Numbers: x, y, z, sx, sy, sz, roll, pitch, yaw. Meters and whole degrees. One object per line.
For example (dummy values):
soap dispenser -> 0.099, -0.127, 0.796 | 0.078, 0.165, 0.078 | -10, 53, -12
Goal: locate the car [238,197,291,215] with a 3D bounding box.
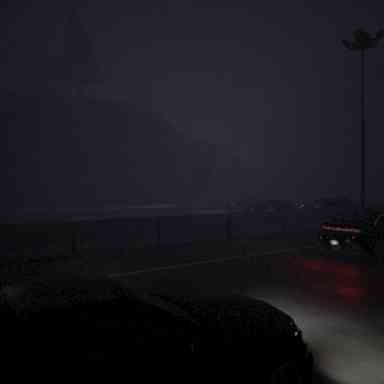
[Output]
car -> 7.016, 1.306, 32.202 | 4.892, 1.490, 1.837 | 0, 0, -26

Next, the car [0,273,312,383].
car -> -0.922, 1.516, 2.970 | 4.674, 1.442, 1.812 | 0, 0, -35

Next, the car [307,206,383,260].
car -> 6.671, 1.396, 11.964 | 4.902, 1.511, 2.128 | 0, 0, -31

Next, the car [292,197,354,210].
car -> 10.589, 1.164, 26.159 | 4.553, 1.767, 2.097 | 0, 0, -26

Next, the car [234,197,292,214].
car -> 6.303, 1.331, 27.921 | 4.892, 1.490, 1.837 | 0, 0, -27

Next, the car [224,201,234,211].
car -> 5.811, 1.268, 35.508 | 5.008, 1.535, 1.882 | 0, 0, -26
